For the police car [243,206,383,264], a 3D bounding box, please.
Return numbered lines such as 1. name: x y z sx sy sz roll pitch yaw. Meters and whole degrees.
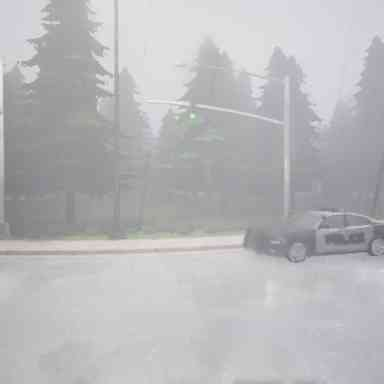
1. police car: 4.297 1.306 11.200 5.238 1.638 1.930 0 1 -17
